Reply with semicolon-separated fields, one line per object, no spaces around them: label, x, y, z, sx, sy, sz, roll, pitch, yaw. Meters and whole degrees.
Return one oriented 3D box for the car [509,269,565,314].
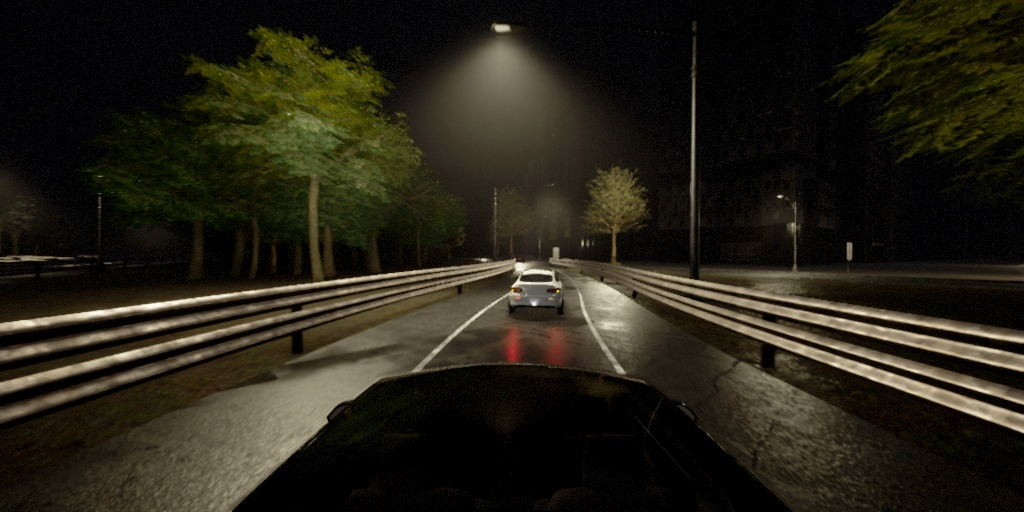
car;0.989;1.213;13.385;1.812;1.442;4.674;0;0;7
